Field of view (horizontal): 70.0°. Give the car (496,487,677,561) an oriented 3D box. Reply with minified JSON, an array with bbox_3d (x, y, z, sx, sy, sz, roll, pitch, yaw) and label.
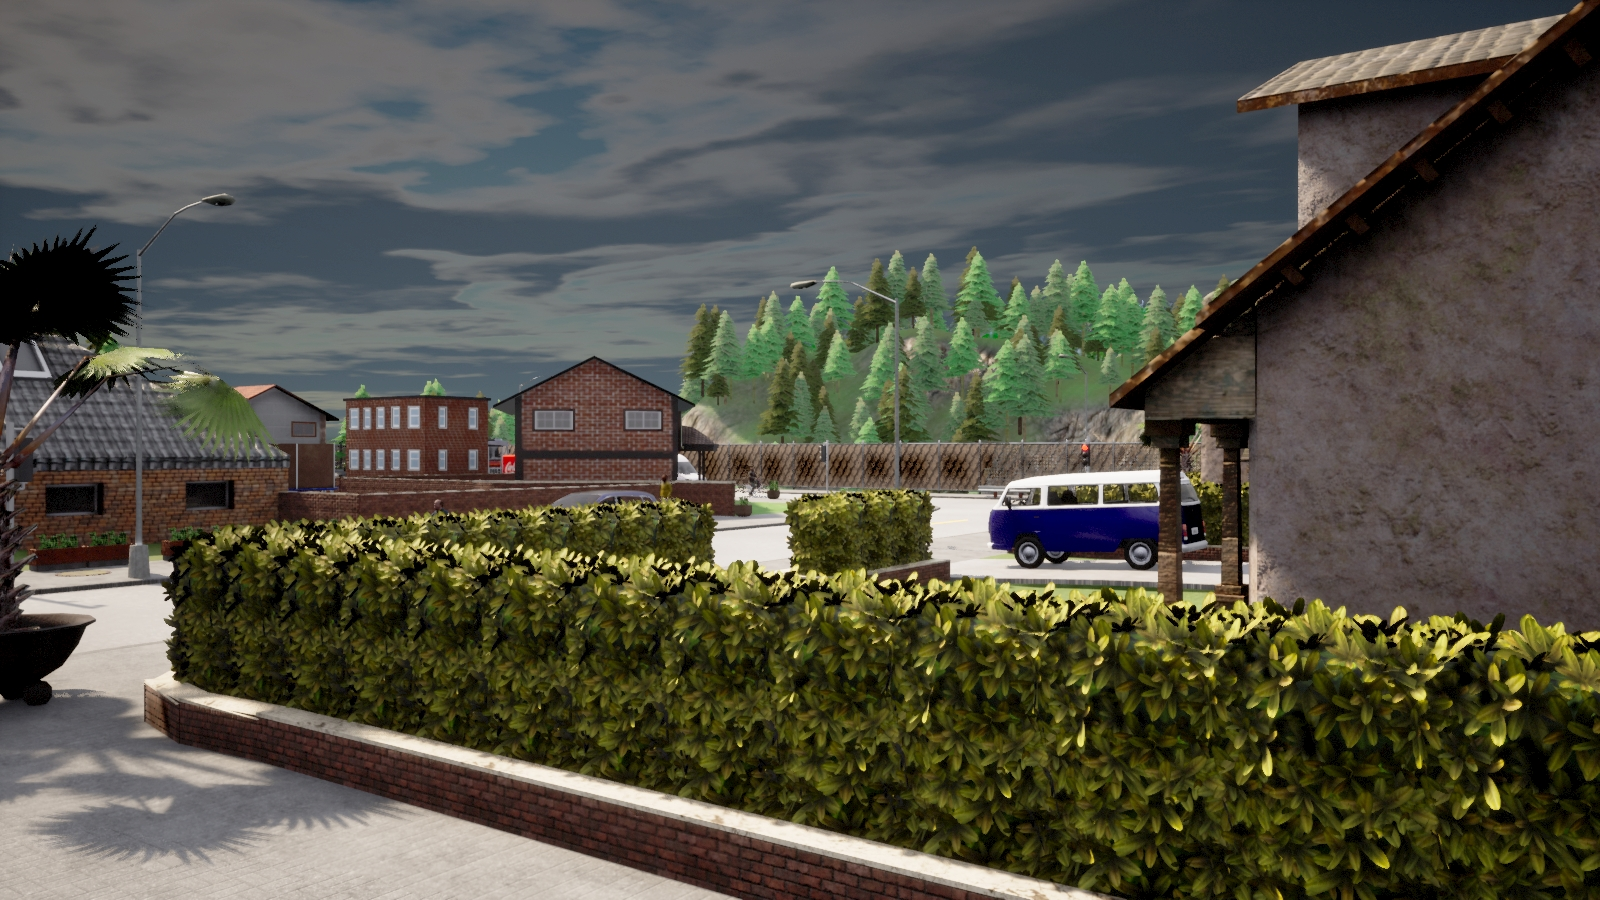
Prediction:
[{"bbox_3d":[-5.755,1.956,31.298,2.242,1.667,4.611,0,0,35],"label":"car"}]

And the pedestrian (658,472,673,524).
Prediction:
[{"bbox_3d":[-4.881,1.732,41.427,0.375,1.860,0.375,0,0,29],"label":"pedestrian"}]

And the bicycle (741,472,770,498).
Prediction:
[{"bbox_3d":[-2.598,2.044,66.697,1.835,1.471,0.329,0,0,35],"label":"bicycle"}]
